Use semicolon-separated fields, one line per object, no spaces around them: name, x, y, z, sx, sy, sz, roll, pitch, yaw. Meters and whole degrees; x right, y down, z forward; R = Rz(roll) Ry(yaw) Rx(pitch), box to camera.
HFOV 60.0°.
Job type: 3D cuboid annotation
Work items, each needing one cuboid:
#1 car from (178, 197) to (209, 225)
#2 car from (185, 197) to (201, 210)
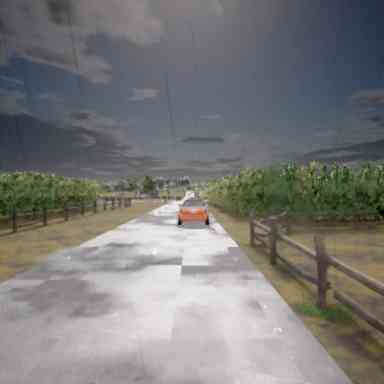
car;0.109;1.291;23.761;2.097;1.767;4.553;0;0;0
car;0.117;1.443;42.197;1.837;1.490;4.892;0;0;0
